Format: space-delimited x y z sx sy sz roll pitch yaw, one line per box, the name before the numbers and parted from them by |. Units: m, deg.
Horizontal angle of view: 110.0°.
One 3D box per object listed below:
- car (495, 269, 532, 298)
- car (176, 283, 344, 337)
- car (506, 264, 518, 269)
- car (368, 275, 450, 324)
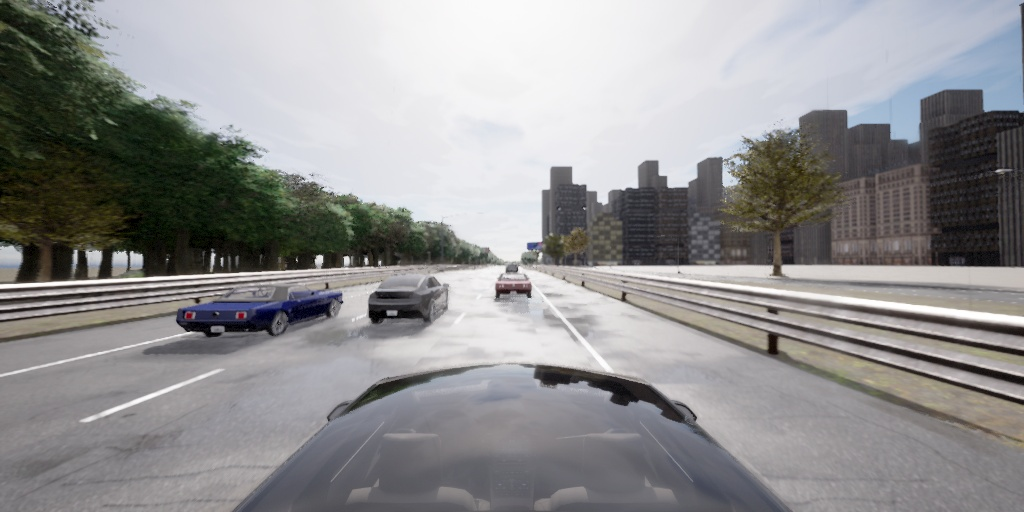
car | 0.072 1.576 20.214 1.895 1.301 4.718 0 -1 0
car | -6.911 1.458 10.646 1.895 1.301 4.718 0 -1 0
car | 0.008 1.942 54.834 2.033 1.649 4.856 0 -1 0
car | -3.416 1.385 12.615 1.837 1.490 4.892 0 0 0
